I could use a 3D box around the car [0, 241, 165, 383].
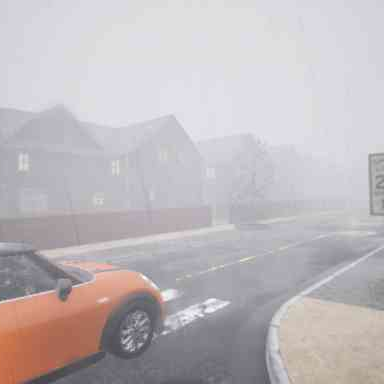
[{"bbox_3d":[-2.462,1.403,4.070,2.097,1.767,4.553,-2,0,41],"label":"car"}]
